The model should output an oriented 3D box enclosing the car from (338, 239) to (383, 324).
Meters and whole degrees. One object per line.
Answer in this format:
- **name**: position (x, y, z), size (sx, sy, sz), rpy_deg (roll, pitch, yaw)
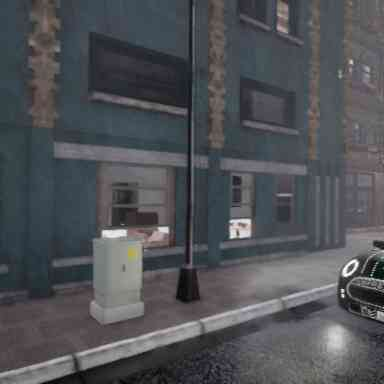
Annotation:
- **car**: position (4.898, 1.407, 6.560), size (4.553, 1.767, 2.097), rpy_deg (0, 0, -36)
